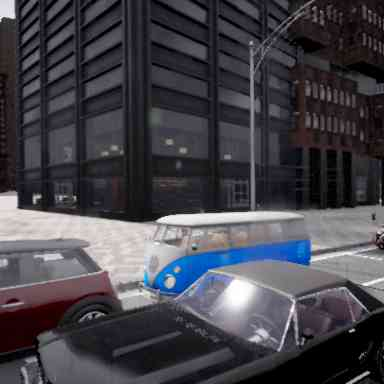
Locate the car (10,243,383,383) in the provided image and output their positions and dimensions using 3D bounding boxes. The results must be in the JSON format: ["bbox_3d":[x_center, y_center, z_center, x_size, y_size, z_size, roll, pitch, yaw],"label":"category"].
[{"bbox_3d":[0.706,1.605,3.857,4.718,1.301,1.895,0,0,-35],"label":"car"}]

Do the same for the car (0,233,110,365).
[{"bbox_3d":[-3.094,1.440,4.454,4.097,1.590,1.967,0,-1,-35],"label":"car"}]

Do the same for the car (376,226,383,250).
[{"bbox_3d":[8.987,1.465,13.067,4.097,1.590,1.967,0,-1,-35],"label":"car"}]

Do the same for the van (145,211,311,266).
[{"bbox_3d":[0.884,1.349,7.292,3.998,1.788,1.690,0,-1,-35],"label":"van"}]
